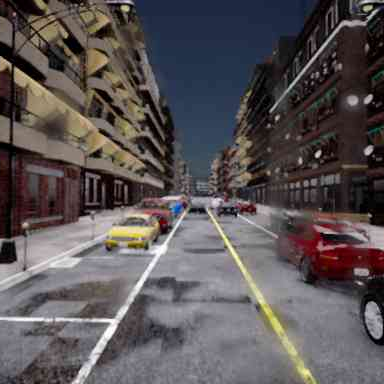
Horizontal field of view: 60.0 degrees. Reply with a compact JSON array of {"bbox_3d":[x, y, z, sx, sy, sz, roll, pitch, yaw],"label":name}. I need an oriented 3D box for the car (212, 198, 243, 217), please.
[{"bbox_3d":[3.304,1.630,32.126,2.033,1.411,5.357,1,0,1],"label":"car"}]

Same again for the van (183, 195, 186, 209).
[{"bbox_3d":[-1.946,1.386,36.261,1.690,1.788,3.998,2,0,1],"label":"van"}]

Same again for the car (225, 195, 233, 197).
[{"bbox_3d":[6.126,1.592,47.123,1.967,1.590,4.097,2,0,1],"label":"car"}]

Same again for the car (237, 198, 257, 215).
[{"bbox_3d":[5.926,1.662,36.063,1.887,1.381,4.507,2,0,1],"label":"car"}]

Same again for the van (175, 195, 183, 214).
[{"bbox_3d":[-2.040,1.371,30.729,1.690,1.788,3.998,2,0,1],"label":"van"}]

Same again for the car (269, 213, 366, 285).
[{"bbox_3d":[3.711,1.572,9.524,1.812,1.442,4.674,1,0,1],"label":"car"}]

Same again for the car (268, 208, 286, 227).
[{"bbox_3d":[5.640,1.629,19.474,2.008,1.369,4.403,2,0,1],"label":"car"}]

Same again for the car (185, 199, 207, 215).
[{"bbox_3d":[0.568,1.665,34.741,1.895,1.301,4.718,1,0,1],"label":"car"}]

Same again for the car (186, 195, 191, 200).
[{"bbox_3d":[-1.755,1.395,47.320,2.192,1.841,5.009,2,0,1],"label":"car"}]

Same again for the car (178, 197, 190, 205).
[{"bbox_3d":[-1.479,1.707,63.909,1.947,1.339,4.313,2,0,1],"label":"car"}]

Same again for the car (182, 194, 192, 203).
[{"bbox_3d":[-1.187,1.535,80.497,2.192,1.841,5.009,2,0,1],"label":"car"}]

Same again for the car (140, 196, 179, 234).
[{"bbox_3d":[-2.229,1.322,19.672,2.192,1.841,5.009,2,0,1],"label":"car"}]

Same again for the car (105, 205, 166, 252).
[{"bbox_3d":[-2.334,1.522,13.971,1.752,1.417,4.829,2,0,1],"label":"car"}]

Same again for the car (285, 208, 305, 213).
[{"bbox_3d":[5.545,1.614,13.943,1.887,1.381,4.507,2,0,1],"label":"car"}]

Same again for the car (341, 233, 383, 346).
[{"bbox_3d":[3.607,1.542,3.524,1.837,1.490,4.892,1,0,1],"label":"car"}]

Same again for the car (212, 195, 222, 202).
[{"bbox_3d":[6.845,1.669,91.368,2.192,1.841,5.009,2,0,1],"label":"car"}]

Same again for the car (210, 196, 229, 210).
[{"bbox_3d":[3.502,1.646,44.985,1.812,1.442,4.674,1,0,1],"label":"car"}]
